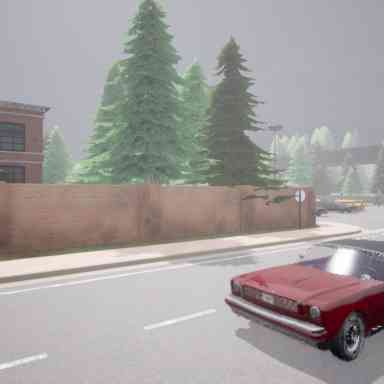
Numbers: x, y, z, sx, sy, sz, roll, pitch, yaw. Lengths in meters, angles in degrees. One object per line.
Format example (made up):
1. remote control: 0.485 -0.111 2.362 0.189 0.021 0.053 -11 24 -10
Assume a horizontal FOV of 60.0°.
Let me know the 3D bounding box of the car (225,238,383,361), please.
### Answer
1. car: 2.878 1.601 6.039 4.718 1.301 1.895 0 0 -35

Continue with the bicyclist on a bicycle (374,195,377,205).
1. bicyclist on a bicycle: 30.148 1.301 54.262 1.656 1.620 0.582 0 0 -35

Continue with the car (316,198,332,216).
1. car: 10.287 1.547 32.110 2.033 1.411 5.357 0 0 -34

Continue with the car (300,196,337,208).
1. car: 19.077 1.477 50.386 1.882 1.535 5.008 0 0 -35

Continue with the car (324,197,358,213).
1. car: 15.450 1.547 36.959 2.033 1.411 5.357 0 0 -35
